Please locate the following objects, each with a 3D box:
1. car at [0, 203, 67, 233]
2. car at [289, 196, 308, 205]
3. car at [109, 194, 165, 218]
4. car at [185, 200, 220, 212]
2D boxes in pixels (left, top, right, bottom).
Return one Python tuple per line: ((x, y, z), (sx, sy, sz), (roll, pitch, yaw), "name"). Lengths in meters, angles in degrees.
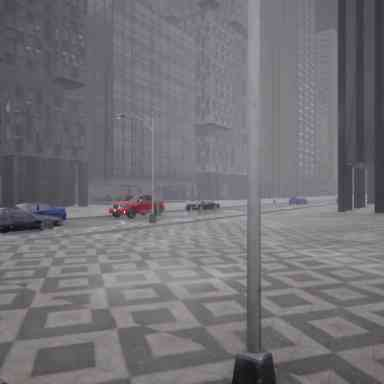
((-9.768, 1.532, 17.596), (2.033, 1.411, 5.357), (0, 0, 36), "car")
((17.647, 1.401, 55.079), (1.882, 1.535, 5.008), (0, 0, 36), "car")
((-4.779, 1.189, 29.835), (2.150, 2.045, 5.566), (0, 0, 36), "car")
((1.215, 1.555, 38.021), (1.895, 1.301, 4.718), (0, 0, 36), "car")
